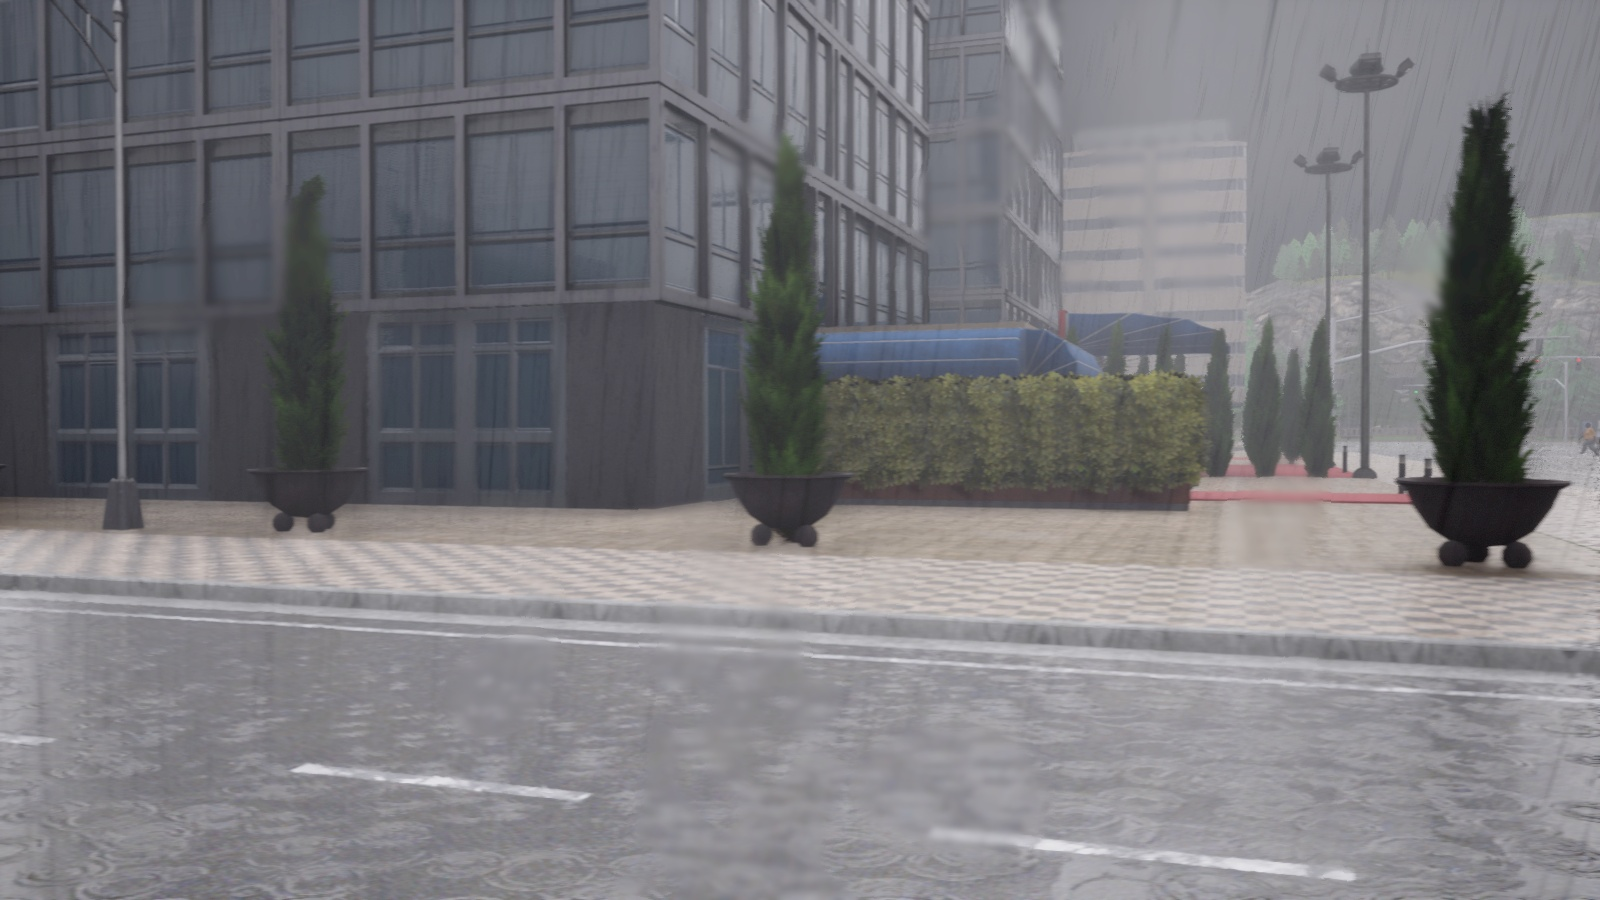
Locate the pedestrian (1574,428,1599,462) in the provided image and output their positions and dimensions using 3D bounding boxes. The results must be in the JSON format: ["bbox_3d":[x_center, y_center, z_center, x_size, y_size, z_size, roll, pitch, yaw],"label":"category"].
[{"bbox_3d":[42.901,-0.284,68.495,0.900,1.855,0.874,1,1,16],"label":"pedestrian"}]
